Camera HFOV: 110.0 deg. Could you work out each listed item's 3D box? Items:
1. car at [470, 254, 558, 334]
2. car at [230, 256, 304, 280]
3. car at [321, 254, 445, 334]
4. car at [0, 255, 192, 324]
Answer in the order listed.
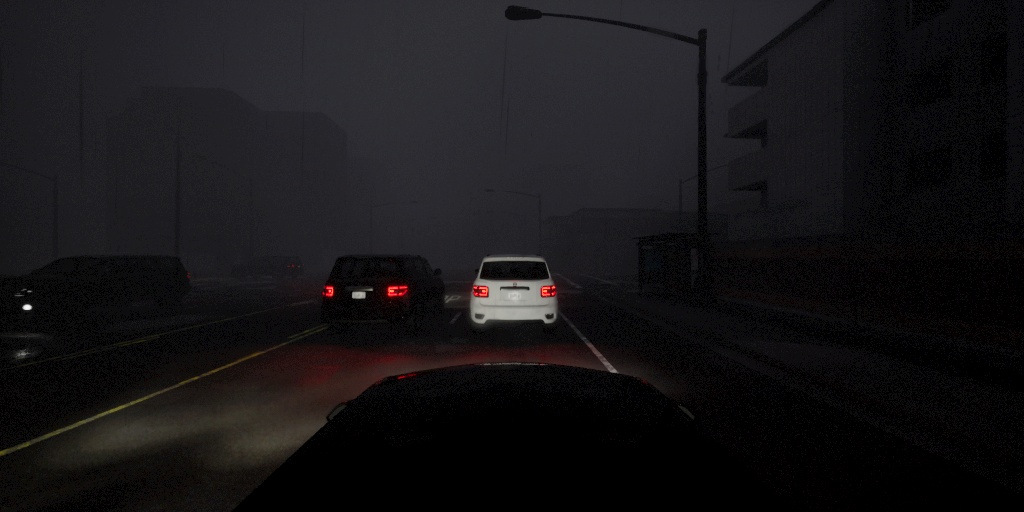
[{"bbox_3d":[0.026,0.972,10.756,2.150,2.045,5.566,0,0,-1],"label":"car"},{"bbox_3d":[-21.019,0.985,30.945,5.566,2.045,2.150,0,0,1],"label":"car"},{"bbox_3d":[-3.471,0.971,10.733,2.150,2.045,5.566,0,0,-1],"label":"car"},{"bbox_3d":[-14.125,0.973,12.280,2.150,2.045,5.566,0,0,0],"label":"car"}]
